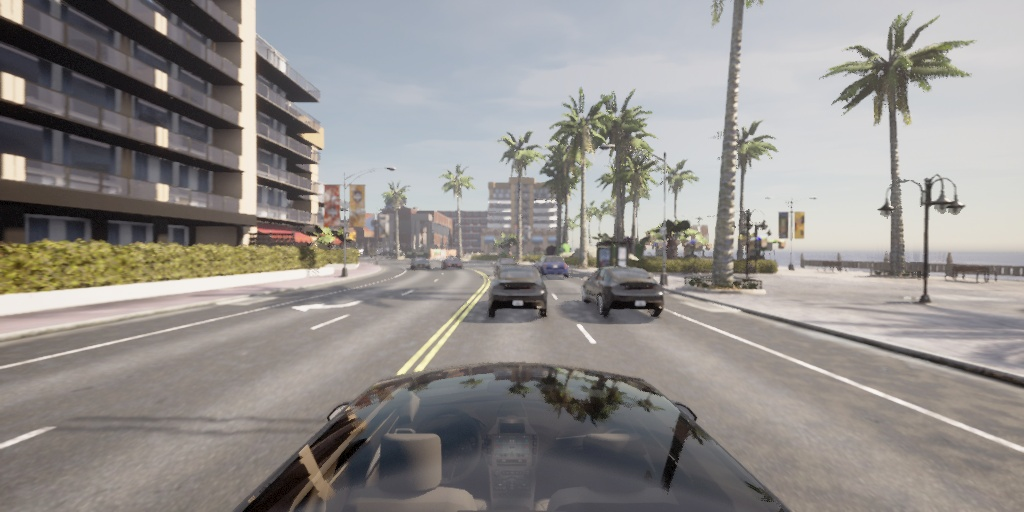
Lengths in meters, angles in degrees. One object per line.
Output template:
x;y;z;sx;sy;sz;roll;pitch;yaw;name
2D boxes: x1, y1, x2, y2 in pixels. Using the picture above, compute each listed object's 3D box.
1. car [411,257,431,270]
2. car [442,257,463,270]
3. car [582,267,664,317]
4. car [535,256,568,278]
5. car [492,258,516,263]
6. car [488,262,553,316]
-9.903;0.810;38.734;1.994;1.385;4.181;0;1;-17;car
-6.742;0.803;40.318;1.994;1.385;4.181;0;1;-17;car
3.709;1.130;12.675;1.837;1.490;4.892;0;0;1;car
3.008;0.777;28.811;2.097;1.767;4.553;0;1;-6;car
-0.517;0.897;29.112;2.128;1.511;4.902;0;1;-6;car
0.209;1.116;12.716;1.837;1.490;4.892;0;0;1;car
